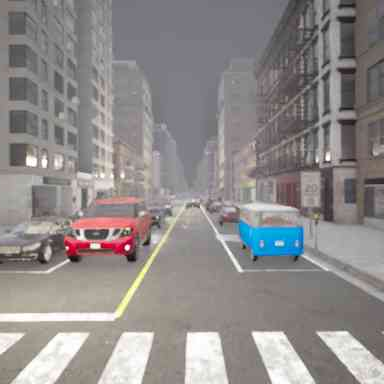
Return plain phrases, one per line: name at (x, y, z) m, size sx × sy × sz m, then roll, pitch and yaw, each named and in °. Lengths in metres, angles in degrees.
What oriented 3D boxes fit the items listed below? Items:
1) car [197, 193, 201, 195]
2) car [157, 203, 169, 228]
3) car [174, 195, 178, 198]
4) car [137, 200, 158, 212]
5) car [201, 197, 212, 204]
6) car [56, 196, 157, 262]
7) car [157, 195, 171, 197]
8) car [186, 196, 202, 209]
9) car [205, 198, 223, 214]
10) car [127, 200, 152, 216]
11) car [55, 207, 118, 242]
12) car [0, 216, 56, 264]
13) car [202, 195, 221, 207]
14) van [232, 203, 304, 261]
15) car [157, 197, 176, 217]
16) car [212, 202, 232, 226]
car at (2.720, 1.573, 85.939) m, size 1.752 × 1.417 × 4.829 m, roll 0°, pitch 0°, yaw 0°
car at (-2.833, 1.641, 22.405) m, size 1.895 × 1.301 × 4.718 m, roll 0°, pitch 0°, yaw 0°
car at (-5.304, 1.684, 85.775) m, size 1.802 × 1.307 × 4.206 m, roll 0°, pitch 0°, yaw 0°
car at (-5.351, 1.640, 40.321) m, size 1.947 × 1.339 × 4.313 m, roll 0°, pitch 0°, yaw 0°
car at (2.697, 1.585, 63.044) m, size 2.008 × 1.369 × 4.403 m, roll 0°, pitch 0°, yaw 0°
car at (-2.842, 1.249, 12.588) m, size 2.150 × 2.045 × 5.566 m, roll 0°, pitch 0°, yaw 0°
car at (-5.335, 1.400, 57.366) m, size 2.192 × 1.841 × 5.009 m, roll 0°, pitch 0°, yaw 0°
car at (0.143, 1.641, 45.659) m, size 1.895 × 1.301 × 4.718 m, roll 0°, pitch 0°, yaw 0°
car at (2.668, 1.598, 34.637) m, size 1.802 × 1.307 × 4.206 m, roll 0°, pitch 0°, yaw 0°
car at (-5.358, 1.595, 34.469) m, size 1.752 × 1.417 × 4.829 m, roll 0°, pitch 0°, yaw 0°
car at (-5.375, 1.596, 17.593) m, size 1.887 × 1.381 × 4.507 m, roll 0°, pitch 0°, yaw 0°
car at (-5.381, 1.594, 11.912) m, size 2.008 × 1.369 × 4.403 m, roll 0°, pitch 0°, yaw 0°
car at (2.672, 1.335, 40.319) m, size 2.192 × 1.841 × 5.009 m, roll 0°, pitch 0°, yaw 0°
van at (2.643, 1.331, 11.913) m, size 1.690 × 1.788 × 3.998 m, roll 0°, pitch 0°, yaw 0°
car at (-2.807, 1.556, 32.465) m, size 1.837 × 1.490 × 4.892 m, roll 0°, pitch 0°, yaw 0°
car at (2.656, 1.587, 23.274) m, size 1.802 × 1.307 × 4.206 m, roll 0°, pitch 0°, yaw 0°
